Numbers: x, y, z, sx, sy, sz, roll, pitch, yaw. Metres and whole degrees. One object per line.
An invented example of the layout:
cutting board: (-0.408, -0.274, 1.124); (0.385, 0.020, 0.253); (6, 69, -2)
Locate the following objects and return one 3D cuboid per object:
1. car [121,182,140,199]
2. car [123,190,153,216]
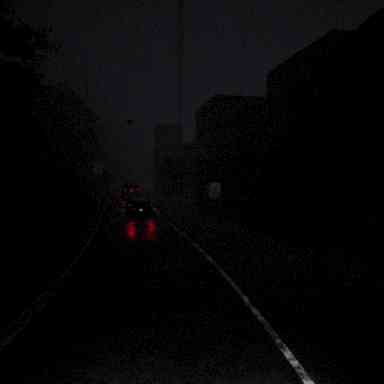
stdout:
car: (-7.788, -0.225, 42.385); (2.150, 2.045, 5.566); (-1, 3, -12)
car: (-3.951, 0.920, 24.782); (1.812, 1.442, 4.674); (-1, 3, -12)
